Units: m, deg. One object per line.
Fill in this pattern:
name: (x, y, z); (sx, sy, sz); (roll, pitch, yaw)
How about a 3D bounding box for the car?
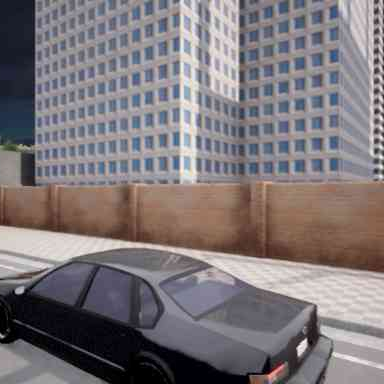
car: (-0.970, 1.546, 4.684); (5.357, 1.411, 2.033); (0, 0, 35)
